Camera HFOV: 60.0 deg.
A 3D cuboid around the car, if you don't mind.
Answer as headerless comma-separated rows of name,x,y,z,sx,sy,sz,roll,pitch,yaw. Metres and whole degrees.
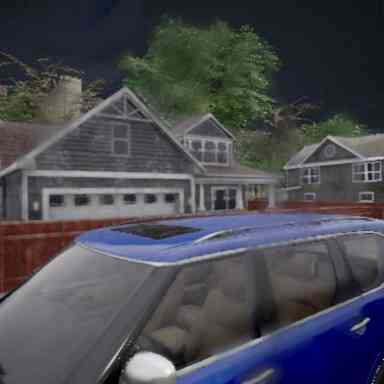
car,-0.152,1.264,2.760,5.566,2.045,2.150,0,-1,-36
